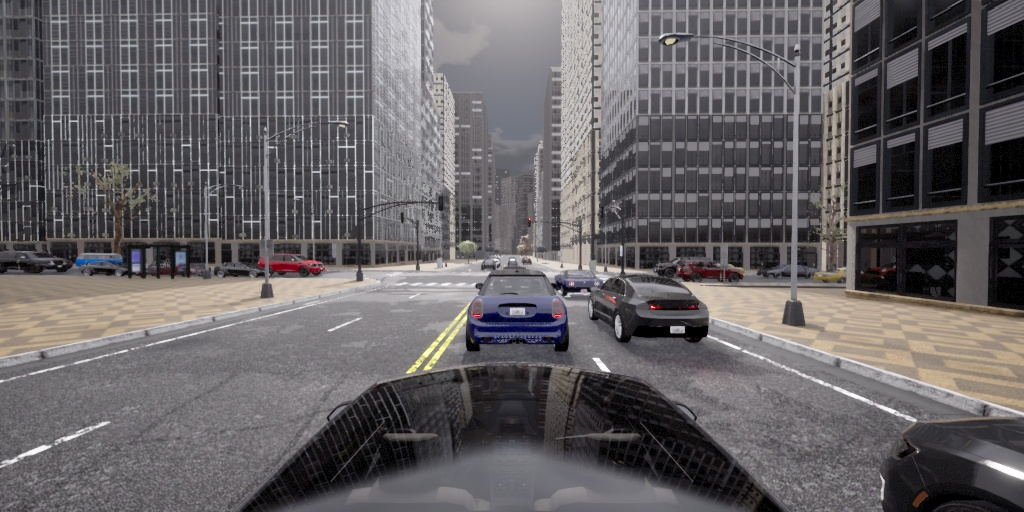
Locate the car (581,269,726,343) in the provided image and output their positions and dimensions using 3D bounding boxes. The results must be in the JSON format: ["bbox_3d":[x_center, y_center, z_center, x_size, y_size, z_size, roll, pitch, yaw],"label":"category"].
[{"bbox_3d":[3.361,1.250,9.706,1.837,1.490,4.892,0,0,0],"label":"car"}]

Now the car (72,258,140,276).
[{"bbox_3d":[-34.054,1.068,30.608,4.313,1.339,1.948,0,0,1],"label":"car"}]

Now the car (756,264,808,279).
[{"bbox_3d":[27.222,1.502,35.273,5.357,1.411,2.033,0,1,1],"label":"car"}]

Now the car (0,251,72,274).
[{"bbox_3d":[-44.918,0.581,33.496,5.566,2.045,2.150,0,1,2],"label":"car"}]

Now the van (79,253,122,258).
[{"bbox_3d":[-45.233,0.603,39.285,3.998,1.789,1.690,0,0,1],"label":"van"}]

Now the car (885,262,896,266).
[{"bbox_3d":[37.475,1.396,35.065,4.553,1.767,2.097,0,1,1],"label":"car"}]

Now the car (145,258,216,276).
[{"bbox_3d":[-30.597,0.995,33.164,4.892,1.490,1.837,1,1,1],"label":"car"}]

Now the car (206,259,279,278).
[{"bbox_3d":[-22.690,1.172,30.285,4.313,1.339,1.948,0,0,1],"label":"car"}]

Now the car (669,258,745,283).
[{"bbox_3d":[16.234,1.267,29.700,5.009,1.841,2.192,0,0,1],"label":"car"}]

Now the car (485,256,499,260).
[{"bbox_3d":[-3.272,1.189,50.633,1.882,1.535,5.008,0,0,0],"label":"car"}]

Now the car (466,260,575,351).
[{"bbox_3d":[0.110,1.098,9.100,2.097,1.767,4.553,0,0,0],"label":"car"}]

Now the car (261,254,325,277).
[{"bbox_3d":[-20.236,0.806,32.934,5.566,2.045,2.150,0,1,1],"label":"car"}]

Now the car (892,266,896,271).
[{"bbox_3d":[33.152,1.682,29.384,4.207,1.307,1.802,0,0,1],"label":"car"}]

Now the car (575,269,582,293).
[{"bbox_3d":[3.376,1.340,19.017,1.895,1.301,4.718,0,0,0],"label":"car"}]

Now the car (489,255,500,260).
[{"bbox_3d":[-3.242,0.921,60.581,2.150,2.045,5.566,0,0,0],"label":"car"}]

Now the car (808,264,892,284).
[{"bbox_3d":[27.682,1.577,29.486,4.829,1.417,1.751,0,0,1],"label":"car"}]

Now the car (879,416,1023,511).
[{"bbox_3d":[3.345,1.255,0.308,1.837,1.490,4.892,0,0,0],"label":"car"}]

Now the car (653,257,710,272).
[{"bbox_3d":[16.977,1.087,35.460,5.566,2.045,2.150,1,1,1],"label":"car"}]

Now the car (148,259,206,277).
[{"bbox_3d":[-28.374,1.136,30.427,4.207,1.307,1.802,0,0,1],"label":"car"}]
